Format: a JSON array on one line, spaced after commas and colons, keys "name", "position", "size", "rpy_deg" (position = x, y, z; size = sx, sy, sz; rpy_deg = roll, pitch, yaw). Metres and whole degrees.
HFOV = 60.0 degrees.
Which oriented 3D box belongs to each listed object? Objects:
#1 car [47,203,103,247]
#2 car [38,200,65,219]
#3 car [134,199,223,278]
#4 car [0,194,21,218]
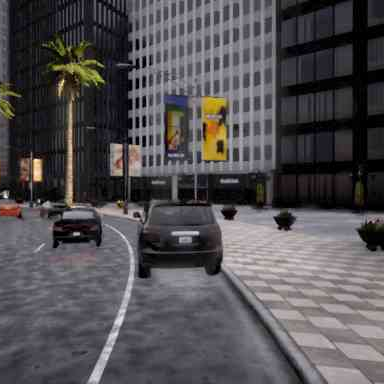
[{"name": "car", "position": [-5.122, 1.469, 15.152], "size": [1.882, 1.535, 5.008], "rpy_deg": [0, 0, -16]}, {"name": "car", "position": [-11.951, 1.488, 28.779], "size": [1.837, 1.490, 4.892], "rpy_deg": [1, 0, -36]}, {"name": "car", "position": [-0.616, 1.215, 10.422], "size": [2.150, 2.045, 5.566], "rpy_deg": [0, 0, -10]}, {"name": "car", "position": [-16.265, 1.331, 28.640], "size": [2.097, 1.767, 4.553], "rpy_deg": [0, 0, -39]}]
